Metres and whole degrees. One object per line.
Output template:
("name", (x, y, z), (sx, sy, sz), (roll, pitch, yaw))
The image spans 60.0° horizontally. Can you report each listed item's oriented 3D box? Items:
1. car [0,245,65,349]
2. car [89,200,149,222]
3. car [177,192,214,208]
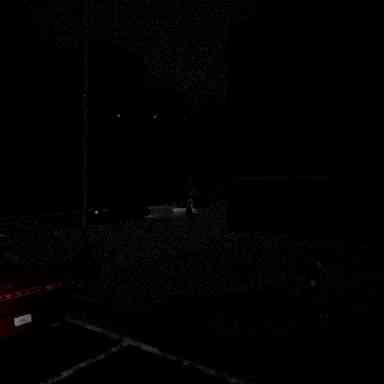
("car", (-4.030, 1.545, 5.667), (4.507, 1.381, 1.887), (0, 1, 36))
("car", (-4.823, 1.191, 22.440), (1.994, 1.385, 4.181), (1, 2, 35))
("car", (0.386, 0.755, 34.920), (1.882, 1.535, 5.008), (1, 2, 35))
